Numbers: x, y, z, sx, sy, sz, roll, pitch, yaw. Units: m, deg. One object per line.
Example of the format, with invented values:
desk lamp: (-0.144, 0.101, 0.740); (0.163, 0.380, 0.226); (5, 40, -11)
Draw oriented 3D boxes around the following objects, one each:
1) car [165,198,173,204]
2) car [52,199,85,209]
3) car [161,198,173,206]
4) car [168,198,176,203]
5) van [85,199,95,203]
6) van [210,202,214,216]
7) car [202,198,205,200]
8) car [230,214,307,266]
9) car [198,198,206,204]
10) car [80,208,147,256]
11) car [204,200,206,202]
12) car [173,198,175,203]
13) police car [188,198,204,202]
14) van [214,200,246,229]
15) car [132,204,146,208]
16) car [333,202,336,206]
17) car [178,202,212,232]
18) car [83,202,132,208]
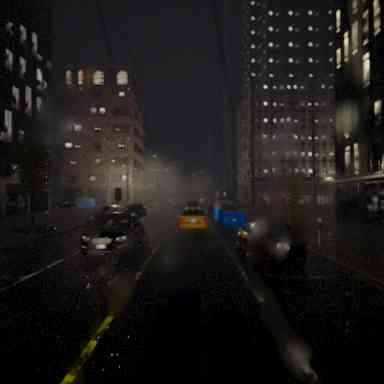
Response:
car: (-5.759, 2.315, 83.498); (1.802, 1.307, 4.206); (1, 0, 0)
car: (-19.893, 2.101, 52.670); (4.403, 1.369, 2.008); (0, -1, 1)
car: (-5.749, 2.226, 72.195); (1.802, 1.307, 4.206); (1, 0, 0)
car: (-5.770, 2.372, 94.800); (2.008, 1.369, 4.403); (1, 0, 0)
van: (-19.793, 2.081, 61.052); (3.998, 1.788, 1.690); (0, -1, 1)
van: (2.676, 1.610, 28.609); (1.690, 1.788, 3.998); (1, -1, 0)
car: (2.621, 2.283, 83.505); (2.008, 1.369, 4.403); (1, 0, 0)
car: (2.688, 1.681, 11.876); (1.947, 1.339, 4.313); (1, -1, 0)
car: (2.616, 2.321, 89.156); (1.887, 1.381, 4.507); (1, 0, 0)
car: (-3.112, 1.625, 13.832); (2.128, 1.511, 4.902); (0, -1, 0)
car: (2.662, 1.911, 39.760); (1.887, 1.381, 4.507); (1, 0, 0)
car: (-5.752, 2.129, 77.849); (1.967, 1.590, 4.097); (1, 0, 0)
police car: (0.063, 1.864, 39.098); (2.038, 1.542, 4.974); (0, -1, 0)
van: (2.681, 1.559, 23.032); (1.690, 1.788, 3.998); (1, -1, 0)
car: (-5.713, 1.884, 34.181); (1.947, 1.339, 4.313); (1, -1, 0)
car: (27.909, 1.952, 60.497); (4.313, 1.339, 1.947); (0, -1, 1)
car: (0.080, 1.660, 21.581); (1.801, 1.575, 5.366); (0, -1, 0)
car: (-5.701, 1.659, 23.034); (1.967, 1.590, 4.097); (1, -1, 0)
